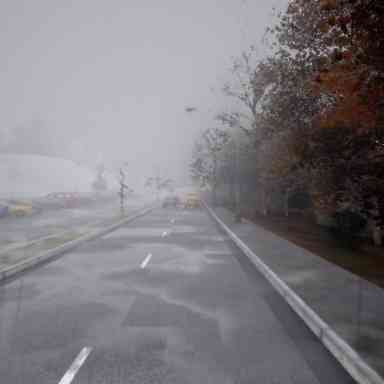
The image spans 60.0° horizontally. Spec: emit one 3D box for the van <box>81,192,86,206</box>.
[{"bbox_3d":[-16.749,1.089,43.949,4.442,1.987,1.878,-1,1,-20],"label":"van"}]

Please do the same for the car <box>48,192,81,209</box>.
[{"bbox_3d":[-16.886,1.104,40.906,5.566,2.045,2.435,-1,1,-20],"label":"car"}]

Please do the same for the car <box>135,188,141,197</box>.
[{"bbox_3d":[-16.800,0.499,85.854,5.566,2.045,2.435,-1,1,-20],"label":"car"}]

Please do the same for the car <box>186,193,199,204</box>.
[{"bbox_3d":[0.008,1.017,56.018,2.097,1.767,4.553,0,1,0],"label":"car"}]

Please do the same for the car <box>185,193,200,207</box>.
[{"bbox_3d":[0.007,1.274,45.935,1.882,1.535,5.008,0,1,0],"label":"car"}]

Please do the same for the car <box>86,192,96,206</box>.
[{"bbox_3d":[-16.831,1.026,46.902,5.566,2.045,2.435,-1,1,-20],"label":"car"}]

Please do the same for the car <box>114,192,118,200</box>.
[{"bbox_3d":[-16.815,1.111,61.838,4.792,1.488,2.163,-1,1,-20],"label":"car"}]

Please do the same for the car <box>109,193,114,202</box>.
[{"bbox_3d":[-16.838,1.161,58.820,4.674,1.452,2.002,-1,1,-20],"label":"car"}]

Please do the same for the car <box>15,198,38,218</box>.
[{"bbox_3d":[-16.694,1.463,29.054,5.366,1.575,1.946,-1,0,-20],"label":"car"}]

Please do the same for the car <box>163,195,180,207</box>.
[{"bbox_3d":[-2.993,1.288,45.936,2.128,1.511,4.902,0,1,0],"label":"car"}]

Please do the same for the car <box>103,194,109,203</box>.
[{"bbox_3d":[-16.818,1.034,55.846,4.553,1.767,2.185,-1,1,-20],"label":"car"}]

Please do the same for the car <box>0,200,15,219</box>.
[{"bbox_3d":[-16.894,1.518,25.985,4.792,1.488,2.163,-1,0,-20],"label":"car"}]

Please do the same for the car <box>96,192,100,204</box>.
[{"bbox_3d":[-16.844,1.240,49.874,4.892,1.521,2.231,-1,1,-20],"label":"car"}]

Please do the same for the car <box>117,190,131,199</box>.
[{"bbox_3d":[-16.806,0.953,73.843,4.792,1.488,2.163,-1,1,-20],"label":"car"}]

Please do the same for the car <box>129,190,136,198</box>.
[{"bbox_3d":[-16.999,0.842,79.766,5.366,1.575,1.946,-1,1,-20],"label":"car"}]

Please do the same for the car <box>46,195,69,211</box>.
[{"bbox_3d":[-16.855,1.428,37.939,4.674,1.452,2.002,-1,1,-20],"label":"car"}]

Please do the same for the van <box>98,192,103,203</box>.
[{"bbox_3d":[-16.959,0.976,52.810,4.442,1.987,1.878,-1,1,-20],"label":"van"}]

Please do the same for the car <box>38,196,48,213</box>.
[{"bbox_3d":[-16.836,1.476,31.982,4.792,1.488,2.163,-1,0,-20],"label":"car"}]

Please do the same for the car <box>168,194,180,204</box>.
[{"bbox_3d":[-2.991,1.184,56.048,1.812,1.442,4.674,0,1,0],"label":"car"}]
